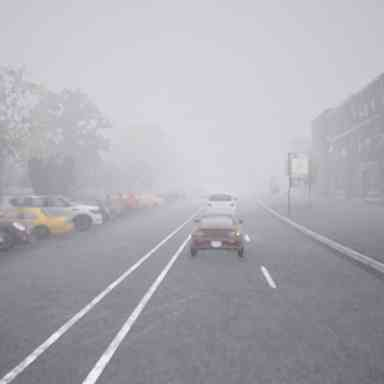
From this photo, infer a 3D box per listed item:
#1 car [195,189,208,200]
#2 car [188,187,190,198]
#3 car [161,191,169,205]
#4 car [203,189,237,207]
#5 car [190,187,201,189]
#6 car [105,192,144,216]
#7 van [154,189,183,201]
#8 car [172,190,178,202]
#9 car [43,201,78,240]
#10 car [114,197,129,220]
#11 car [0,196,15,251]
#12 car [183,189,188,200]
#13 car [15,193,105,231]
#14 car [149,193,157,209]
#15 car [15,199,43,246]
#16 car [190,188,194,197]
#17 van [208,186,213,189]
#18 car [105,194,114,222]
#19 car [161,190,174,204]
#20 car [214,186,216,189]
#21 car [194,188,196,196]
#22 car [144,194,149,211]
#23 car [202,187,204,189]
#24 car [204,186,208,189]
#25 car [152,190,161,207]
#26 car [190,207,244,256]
[{"bbox_3d":[2.163,0.610,57.555,1.994,1.385,4.181,0,1,9],"label":"car"},{"bbox_3d":[-3.197,0.429,57.202,4.553,1.767,2.185,-1,2,-12],"label":"car"},{"bbox_3d":[-5.857,1.022,39.510,5.366,1.575,1.946,-1,2,-13],"label":"car"},{"bbox_3d":[2.408,1.054,26.869,2.150,2.045,5.566,0,1,7],"label":"car"},{"bbox_3d":[-1.370,0.261,68.944,4.892,1.521,2.231,-1,1,-11],"label":"car"},{"bbox_3d":[-7.108,1.060,27.734,5.566,2.045,2.435,-1,1,-14],"label":"car"},{"bbox_3d":[-4.208,0.485,51.292,4.442,1.987,1.878,-1,2,-12],"label":"van"},{"bbox_3d":[-4.914,0.864,45.449,5.008,1.535,2.097,-1,1,-13],"label":"car"},{"bbox_3d":[-8.467,1.454,15.854,5.366,1.575,1.946,-1,1,-15],"label":"car"},{"bbox_3d":[-7.425,1.392,24.782,4.792,1.488,2.163,-1,1,-14],"label":"car"},{"bbox_3d":[-8.797,1.217,10.005,5.566,2.045,2.435,-1,0,-15],"label":"car"},{"bbox_3d":[-3.672,0.631,54.272,5.008,1.535,2.097,-1,1,-12],"label":"car"},{"bbox_3d":[-7.980,1.182,18.884,5.566,2.045,2.435,-1,0,-15],"label":"car"},{"bbox_3d":[-6.395,1.177,33.656,5.008,1.535,2.097,-1,2,-13],"label":"car"},{"bbox_3d":[-8.592,1.340,12.944,4.553,1.767,2.185,-1,0,-15],"label":"car"},{"bbox_3d":[-2.773,0.480,60.138,5.008,1.535,2.097,-1,2,-11],"label":"car"},{"bbox_3d":[2.469,-0.449,89.410,4.442,1.987,1.878,-1,1,-9],"label":"van"},{"bbox_3d":[-7.679,1.277,21.840,4.553,1.767,2.185,-1,1,-14],"label":"car"},{"bbox_3d":[-5.290,0.943,42.496,5.008,1.535,2.097,-1,2,-13],"label":"car"},{"bbox_3d":[3.544,-0.310,95.197,4.674,1.452,2.002,0,1,-8],"label":"car"},{"bbox_3d":[-2.287,0.435,63.082,4.792,1.488,2.163,-1,1,-11],"label":"car"},{"bbox_3d":[-6.752,1.250,30.709,4.892,1.521,2.231,-1,1,-14],"label":"car"},{"bbox_3d":[-0.360,0.158,74.798,4.674,1.452,2.002,-1,1,-10],"label":"car"},{"bbox_3d":[0.130,-0.202,77.704,5.566,2.045,2.435,-1,1,-10],"label":"car"},{"bbox_3d":[-6.075,0.975,36.601,4.553,1.767,2.185,-1,1,-13],"label":"car"},{"bbox_3d":[1.013,1.509,12.902,1.812,1.442,4.674,0,0,6],"label":"car"}]
